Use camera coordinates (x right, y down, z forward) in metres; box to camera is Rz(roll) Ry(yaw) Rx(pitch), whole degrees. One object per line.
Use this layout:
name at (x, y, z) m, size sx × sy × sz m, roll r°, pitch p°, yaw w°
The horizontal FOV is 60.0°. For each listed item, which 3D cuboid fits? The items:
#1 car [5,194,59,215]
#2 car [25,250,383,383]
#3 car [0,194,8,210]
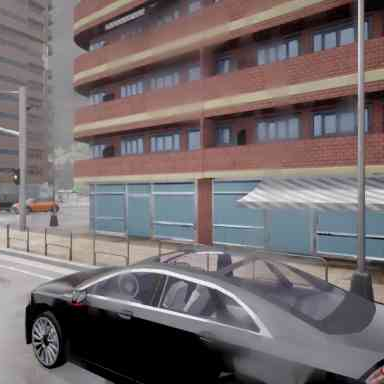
car at (-16.226, 1.352, 34.442) m, size 2.097 × 1.767 × 4.553 m, roll 0°, pitch 0°, yaw 36°
car at (-0.140, 1.491, 4.088) m, size 4.902 × 1.511 × 2.128 m, roll 0°, pitch 0°, yaw 35°
car at (-20.151, 1.221, 34.999) m, size 2.150 × 2.045 × 5.566 m, roll 0°, pitch 0°, yaw 35°
